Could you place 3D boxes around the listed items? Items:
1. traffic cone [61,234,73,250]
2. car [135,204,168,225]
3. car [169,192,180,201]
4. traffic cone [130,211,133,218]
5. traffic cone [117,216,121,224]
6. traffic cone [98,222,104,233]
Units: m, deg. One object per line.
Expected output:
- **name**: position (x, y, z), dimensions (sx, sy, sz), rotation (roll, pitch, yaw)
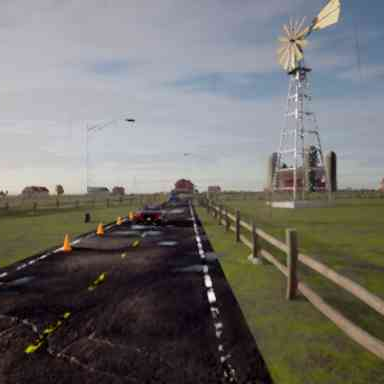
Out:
- **traffic cone**: position (-4.893, 1.946, 13.019), dimensions (0.340, 0.580, 0.340), rotation (0, 0, -1)
- **car**: position (-2.769, 1.527, 23.257), dimensions (1.994, 1.385, 4.181), rotation (0, 0, -1)
- **car**: position (-4.181, 1.105, 76.716), dimensions (2.150, 2.045, 5.566), rotation (0, 0, -7)
- **traffic cone**: position (-5.111, 1.918, 28.019), dimensions (0.340, 0.580, 0.340), rotation (0, 0, -1)
- **traffic cone**: position (-5.038, 1.927, 23.019), dimensions (0.340, 0.580, 0.340), rotation (0, 0, -1)
- **traffic cone**: position (-4.966, 1.936, 18.019), dimensions (0.340, 0.580, 0.340), rotation (0, 0, -1)
